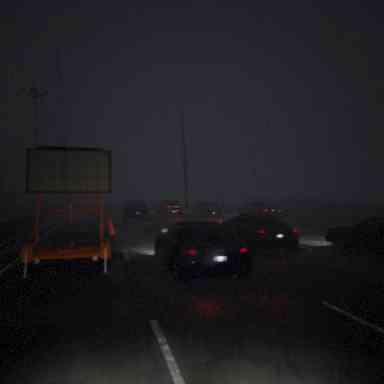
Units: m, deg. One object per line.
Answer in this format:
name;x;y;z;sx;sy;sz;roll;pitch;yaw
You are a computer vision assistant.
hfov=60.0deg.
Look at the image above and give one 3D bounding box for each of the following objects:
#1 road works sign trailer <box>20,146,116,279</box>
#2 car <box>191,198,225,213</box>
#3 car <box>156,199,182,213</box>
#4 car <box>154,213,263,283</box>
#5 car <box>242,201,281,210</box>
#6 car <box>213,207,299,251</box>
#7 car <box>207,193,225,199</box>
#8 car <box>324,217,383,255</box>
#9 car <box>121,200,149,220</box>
road works sign trailer;-3.696;0.433;10.153;2.380;3.560;2.880;0;0;-16
car;1.325;1.553;31.613;1.895;1.301;4.718;0;0;-16
car;-2.234;1.444;31.343;1.837;1.490;4.892;0;0;-16
car;0.128;1.548;9.827;1.994;1.385;4.181;0;0;-16
car;5.743;1.522;28.795;2.033;1.411;5.357;0;0;-16
car;2.624;1.551;13.909;1.994;1.385;4.181;0;0;-16
car;4.665;1.123;65.540;3.866;1.878;1.905;0;0;-16
car;6.960;1.555;11.388;2.033;1.411;5.357;0;0;-16
car;-4.746;1.413;27.323;1.882;1.535;5.008;0;0;-16
